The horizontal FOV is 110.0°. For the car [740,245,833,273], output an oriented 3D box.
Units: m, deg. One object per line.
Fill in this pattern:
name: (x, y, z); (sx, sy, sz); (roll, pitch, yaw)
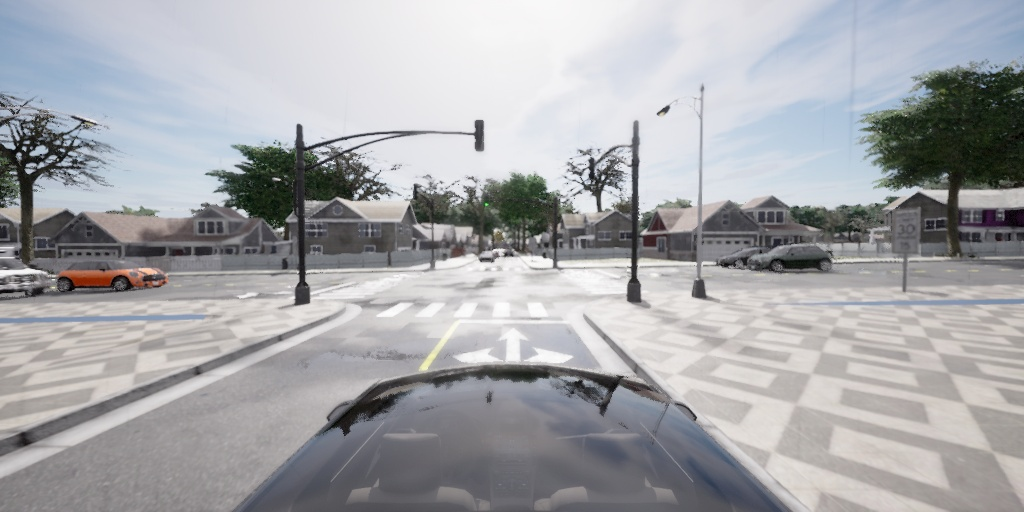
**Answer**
car: (17.971, 0.116, 23.394); (4.553, 1.767, 2.097); (-1, 2, 0)

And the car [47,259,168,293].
car: (-22.062, 0.993, 19.932); (4.553, 1.767, 2.097); (-1, 2, 0)

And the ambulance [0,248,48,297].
ambulance: (-25.843, 0.852, 16.769); (6.366, 2.431, 2.351); (-1, 2, 0)

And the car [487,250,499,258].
car: (-3.294, -0.345, 63.101); (1.994, 1.385, 4.181); (0, 2, 0)

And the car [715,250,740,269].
car: (17.786, 0.159, 26.647); (4.892, 1.490, 1.837); (-1, 2, 0)

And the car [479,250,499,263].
car: (-3.169, 0.093, 45.890); (2.033, 1.411, 5.357); (0, 2, 0)
